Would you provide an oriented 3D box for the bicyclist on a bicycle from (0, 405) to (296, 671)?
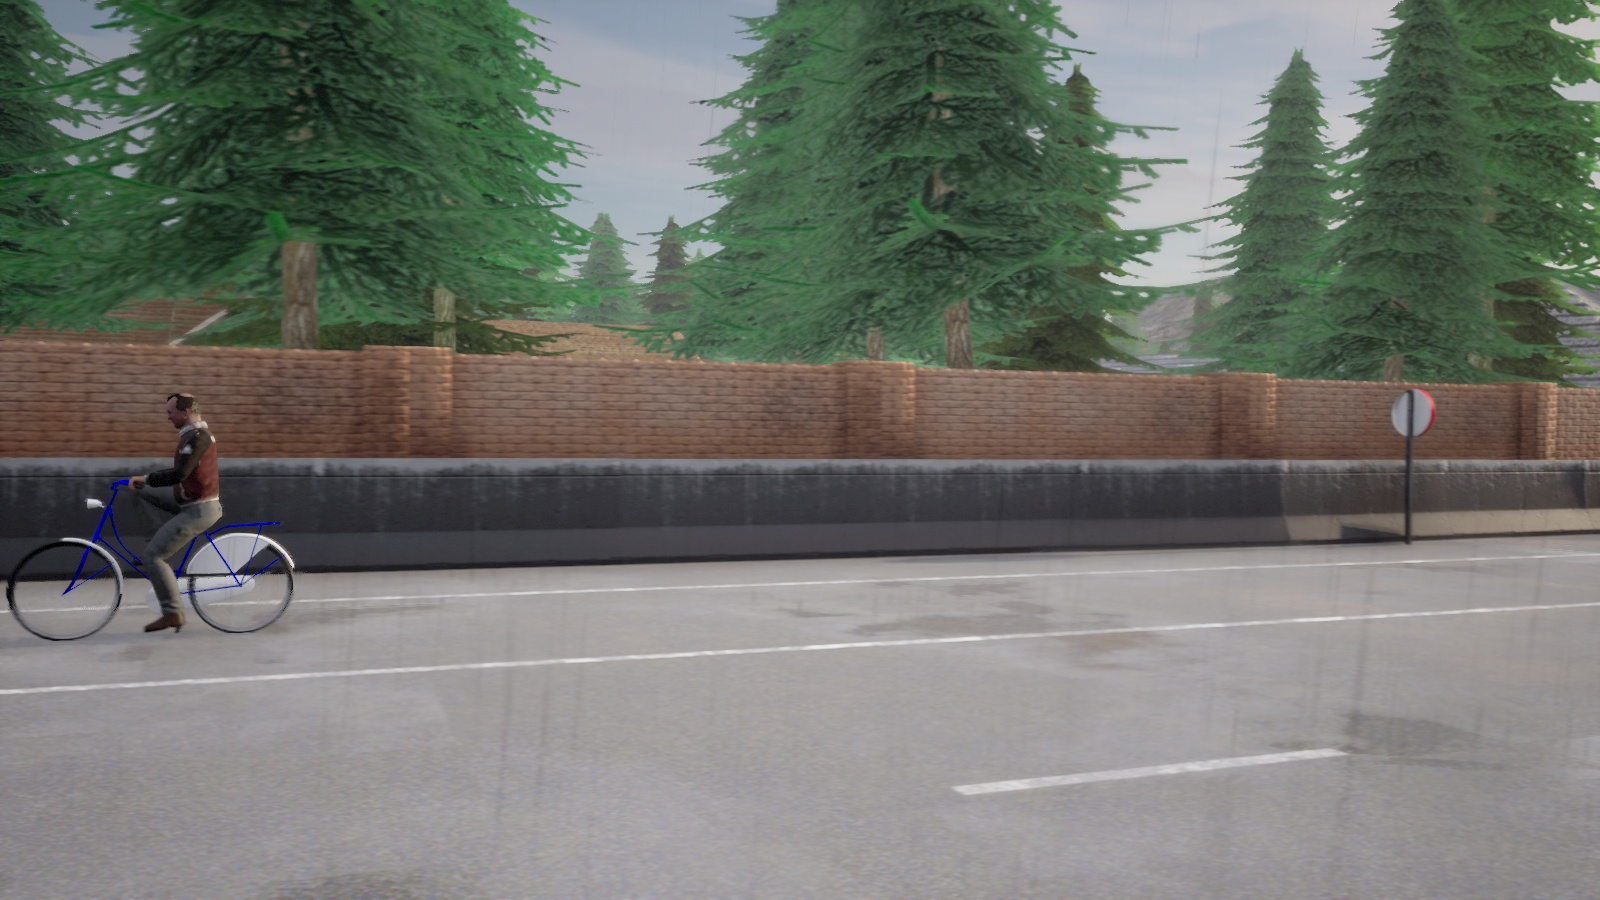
[{"bbox_3d":[-4.610,0.572,8.974,1.843,1.776,0.659,-1,1,-21],"label":"bicyclist on a bicycle"}]
